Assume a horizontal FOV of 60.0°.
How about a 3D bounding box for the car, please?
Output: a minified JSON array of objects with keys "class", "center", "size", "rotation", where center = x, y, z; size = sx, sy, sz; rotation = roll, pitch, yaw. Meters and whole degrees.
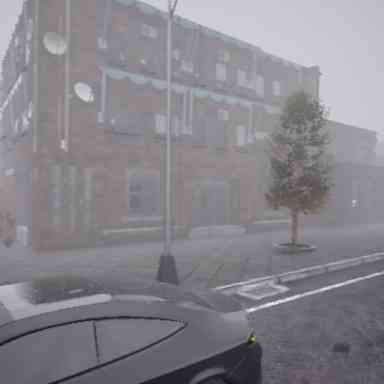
[{"class":"car","center":[-1.427,1.526,2.668],"size":[4.674,1.442,1.812],"rotation":[0,0,-35]}]
